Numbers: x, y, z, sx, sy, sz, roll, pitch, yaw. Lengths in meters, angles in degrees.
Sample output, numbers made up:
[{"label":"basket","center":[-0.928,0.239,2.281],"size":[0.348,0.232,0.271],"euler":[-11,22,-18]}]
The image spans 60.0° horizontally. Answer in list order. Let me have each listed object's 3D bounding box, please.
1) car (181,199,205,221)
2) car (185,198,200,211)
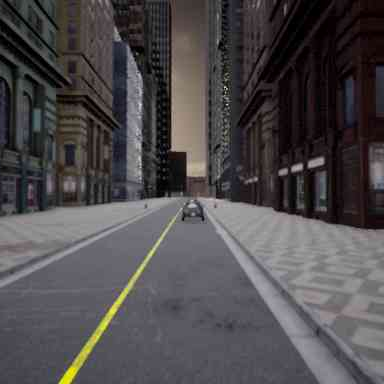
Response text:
[{"label":"car","center":[0.098,1.561,27.923],"size":[1.812,1.442,4.674],"euler":[0,0,0]},{"label":"car","center":[0.075,1.603,44.080],"size":[1.812,1.442,4.674],"euler":[0,0,0]}]
